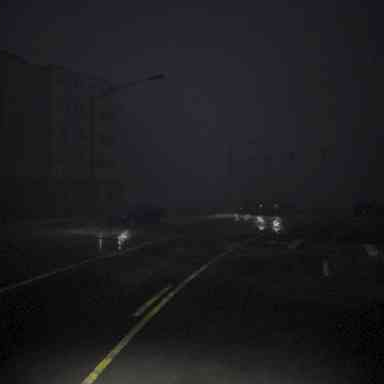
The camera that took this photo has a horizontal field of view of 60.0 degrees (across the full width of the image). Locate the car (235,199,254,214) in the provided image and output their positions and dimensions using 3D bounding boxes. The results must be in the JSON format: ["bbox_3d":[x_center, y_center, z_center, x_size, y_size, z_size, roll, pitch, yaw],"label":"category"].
[{"bbox_3d":[6.517,1.470,35.728,2.128,1.511,4.902,0,0,40],"label":"car"}]

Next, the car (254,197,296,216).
[{"bbox_3d":[8.348,1.339,32.480,2.097,1.767,4.553,0,0,40],"label":"car"}]

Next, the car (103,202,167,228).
[{"bbox_3d":[-3.651,1.437,22.043,1.882,1.535,5.008,0,0,31],"label":"car"}]

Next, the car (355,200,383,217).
[{"bbox_3d":[17.191,1.508,32.019,2.128,1.511,4.902,0,0,41],"label":"car"}]
